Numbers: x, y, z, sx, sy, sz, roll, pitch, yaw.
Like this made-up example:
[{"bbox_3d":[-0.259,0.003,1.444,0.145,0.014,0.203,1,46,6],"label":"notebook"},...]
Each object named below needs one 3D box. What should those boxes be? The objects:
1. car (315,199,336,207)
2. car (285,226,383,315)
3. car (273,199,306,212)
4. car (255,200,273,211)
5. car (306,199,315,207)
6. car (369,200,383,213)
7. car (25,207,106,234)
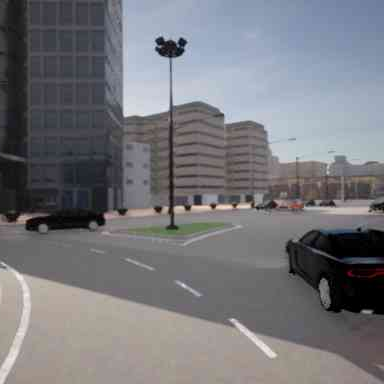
[{"bbox_3d":[23.712,1.982,58.391,1.994,1.385,4.181,-1,-1,39],"label":"car"},{"bbox_3d":[3.560,1.530,7.787,1.882,1.535,5.008,-1,-1,3],"label":"car"},{"bbox_3d":[13.539,1.734,45.817,2.097,1.767,4.553,-1,-1,39],"label":"car"},{"bbox_3d":[10.870,1.941,48.077,1.837,1.490,4.892,-1,-1,39],"label":"car"},{"bbox_3d":[21.045,1.976,60.642,1.837,1.490,4.892,-1,-1,39],"label":"car"},{"bbox_3d":[22.880,1.726,40.360,1.837,1.490,4.892,-1,-1,39],"label":"car"},{"bbox_3d":[-8.276,1.819,22.080,5.008,1.535,1.882,0,-1,-34],"label":"car"}]
